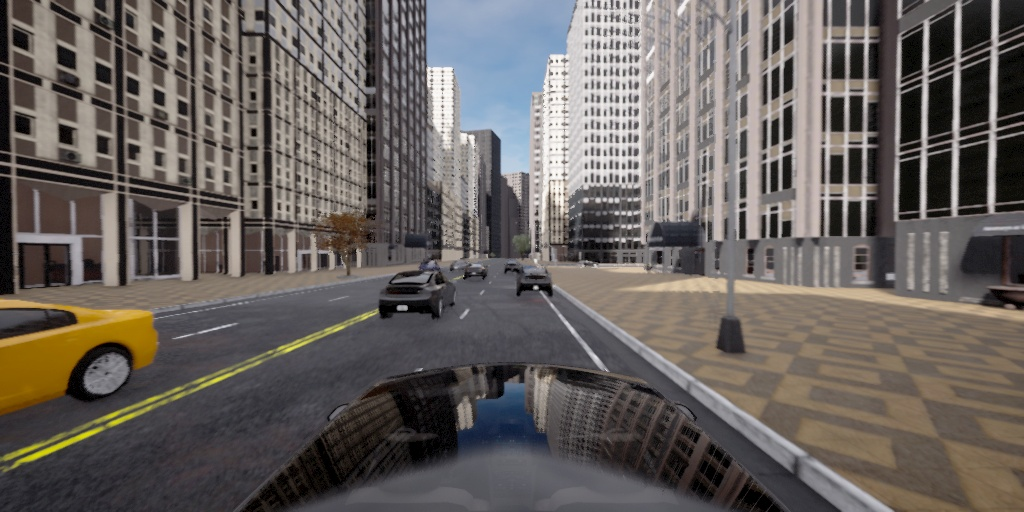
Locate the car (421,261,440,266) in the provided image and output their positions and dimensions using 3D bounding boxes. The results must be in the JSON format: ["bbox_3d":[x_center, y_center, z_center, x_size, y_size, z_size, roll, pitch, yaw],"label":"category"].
[{"bbox_3d":[-9.843,1.276,43.145,1.812,1.442,4.674,0,0,0],"label":"car"}]

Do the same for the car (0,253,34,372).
[{"bbox_3d":[-9.852,0.971,3.791,2.150,2.045,5.566,0,0,0],"label":"car"}]

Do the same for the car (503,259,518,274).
[{"bbox_3d":[0.008,1.255,41.799,1.837,1.490,4.892,0,0,0],"label":"car"}]

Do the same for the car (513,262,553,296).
[{"bbox_3d":[1.128,1.255,19.419,1.837,1.490,4.892,0,0,0],"label":"car"}]

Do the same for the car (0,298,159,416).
[{"bbox_3d":[-6.599,1.228,3.586,1.882,1.535,5.008,0,0,0],"label":"car"}]

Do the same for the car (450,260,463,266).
[{"bbox_3d":[-6.591,1.241,44.870,2.128,1.511,4.902,0,0,0],"label":"car"}]

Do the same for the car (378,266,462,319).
[{"bbox_3d":[-3.157,1.255,12.755,1.837,1.490,4.892,0,0,0],"label":"car"}]

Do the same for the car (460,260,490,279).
[{"bbox_3d":[-3.165,1.276,32.054,1.812,1.442,4.674,0,0,0],"label":"car"}]
